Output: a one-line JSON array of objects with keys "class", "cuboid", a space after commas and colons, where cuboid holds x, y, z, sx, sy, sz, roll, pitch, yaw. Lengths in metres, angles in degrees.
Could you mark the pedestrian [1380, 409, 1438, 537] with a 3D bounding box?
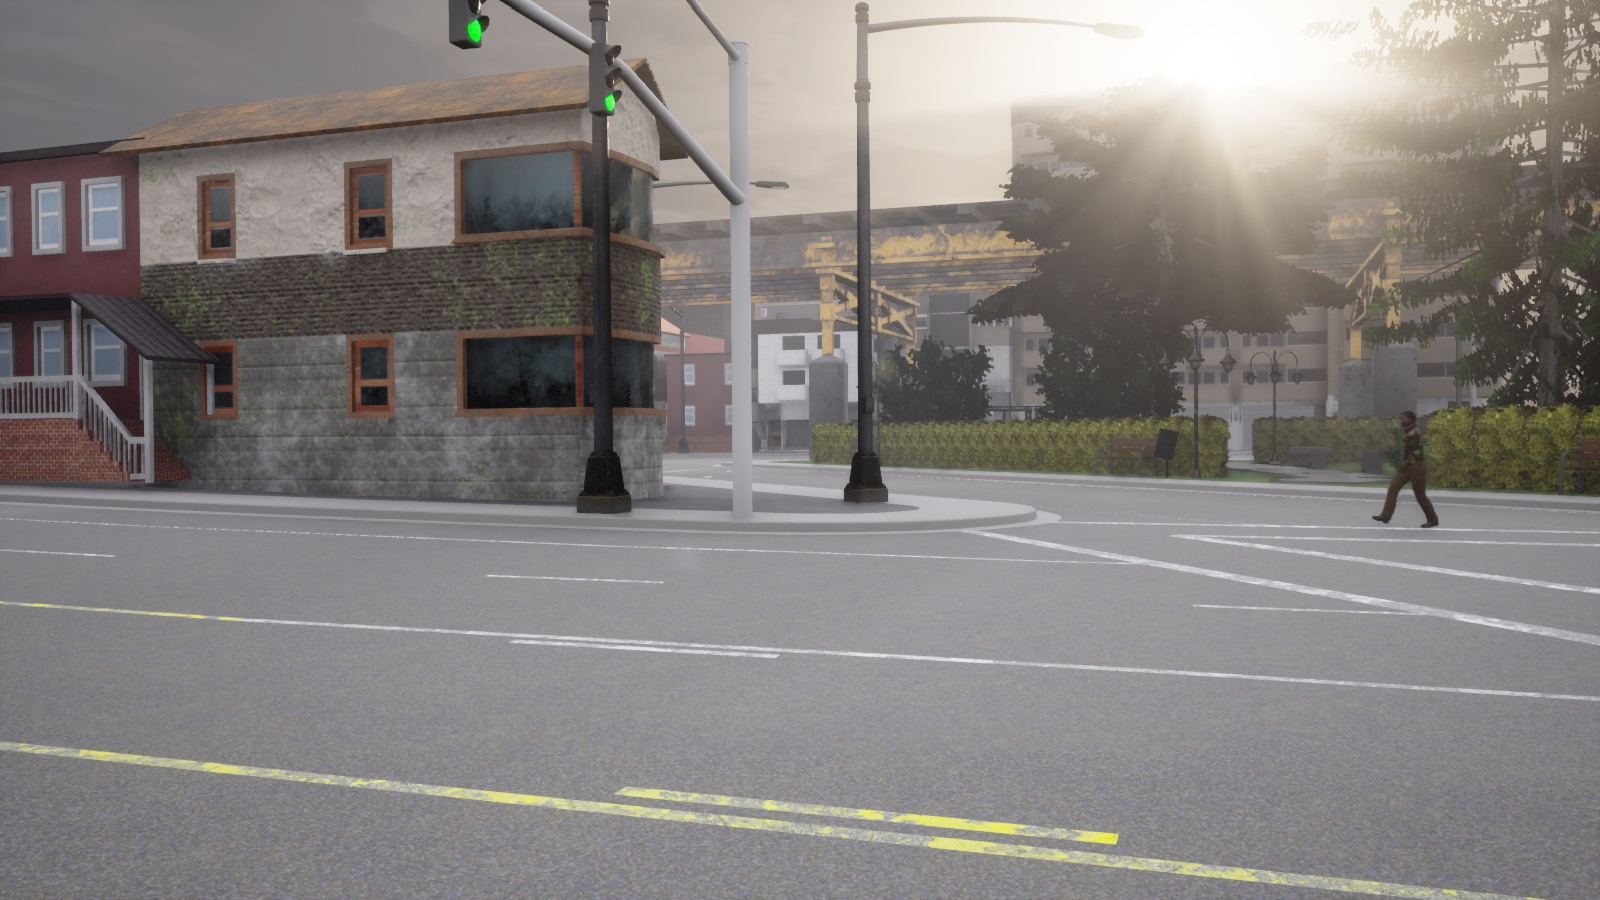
[{"class": "pedestrian", "cuboid": [9.321, 0.346, 19.229, 0.692, 1.930, 0.395, 0, 1, 7]}]
